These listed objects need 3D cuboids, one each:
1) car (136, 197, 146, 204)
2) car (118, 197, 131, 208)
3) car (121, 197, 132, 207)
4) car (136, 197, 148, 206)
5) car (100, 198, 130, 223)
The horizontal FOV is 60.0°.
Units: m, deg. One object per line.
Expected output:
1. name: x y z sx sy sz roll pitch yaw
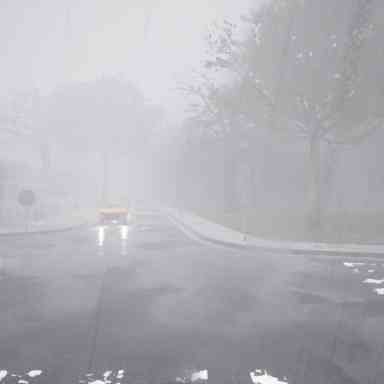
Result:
1. car: -10.338 1.788 67.515 1.895 1.301 4.718 0 0 -10
2. car: -10.302 1.574 50.794 1.837 1.490 4.892 0 1 -10
3. car: -7.822 1.494 36.429 2.128 1.511 4.902 0 0 -10
4. car: -8.547 1.612 57.220 2.128 1.511 4.902 0 0 -10
5. car: -5.928 1.463 25.512 1.882 1.535 5.008 0 0 -10
